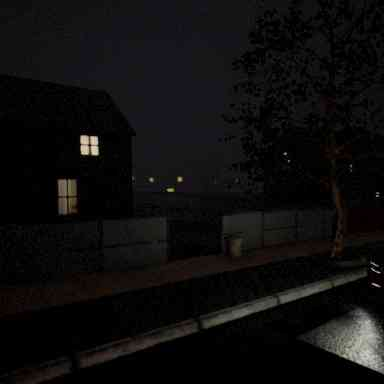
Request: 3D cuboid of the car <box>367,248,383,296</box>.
[{"bbox_3d":[5.897,1.472,7.612,5.008,1.535,1.882,0,0,-38],"label":"car"}]
